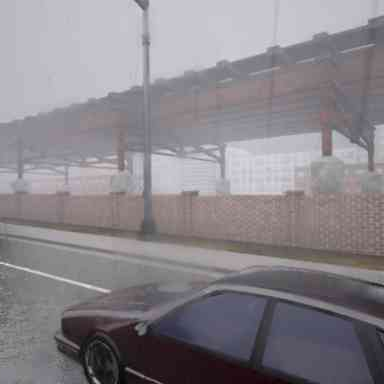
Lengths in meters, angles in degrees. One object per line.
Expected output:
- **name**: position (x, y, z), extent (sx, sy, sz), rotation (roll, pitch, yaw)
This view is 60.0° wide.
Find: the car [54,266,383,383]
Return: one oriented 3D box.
- **car**: position (0.881, 1.540, 3.363), extent (5.357, 1.411, 2.033), rotation (0, 0, 35)
